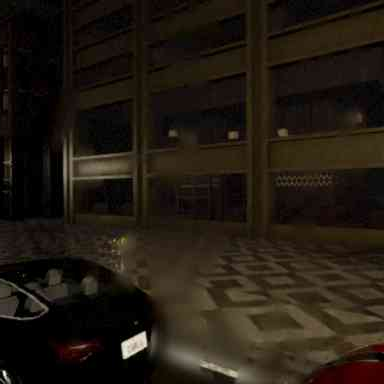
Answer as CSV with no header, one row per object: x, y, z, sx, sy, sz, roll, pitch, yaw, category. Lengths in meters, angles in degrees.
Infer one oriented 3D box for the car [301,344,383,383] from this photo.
2.320,1.422,1.354,4.097,1.590,1.967,-1,0,35,car

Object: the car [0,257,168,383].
-2.288,1.591,4.536,4.313,1.339,1.947,-1,0,35,car
